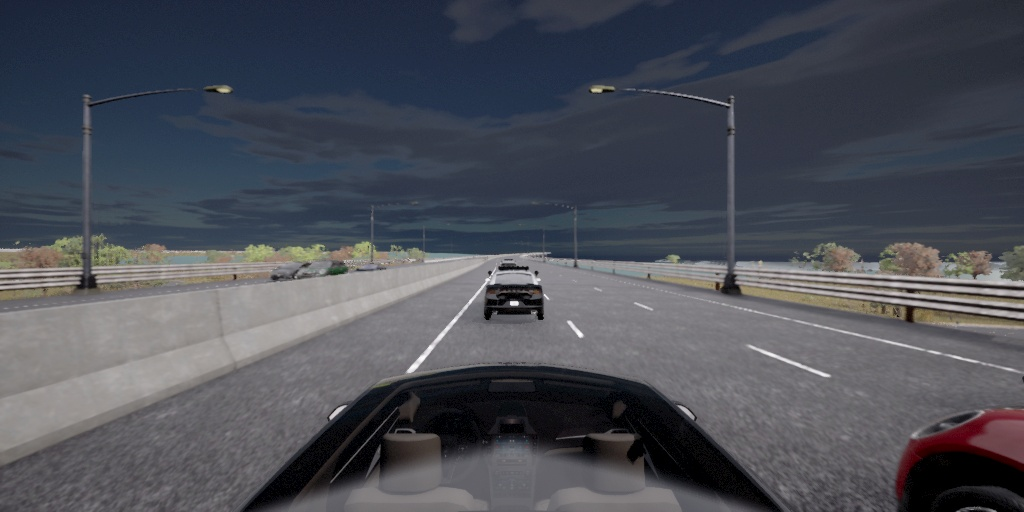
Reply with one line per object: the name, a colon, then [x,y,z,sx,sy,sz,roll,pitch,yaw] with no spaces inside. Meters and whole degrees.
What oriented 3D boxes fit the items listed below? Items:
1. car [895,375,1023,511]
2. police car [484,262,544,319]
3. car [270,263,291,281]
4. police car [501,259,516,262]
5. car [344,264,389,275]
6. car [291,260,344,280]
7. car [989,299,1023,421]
car: [3.590,1.101,0.449,2.097,1.767,4.553,0,0,0]
police car: [0.053,1.173,13.015,1.930,1.638,5.238,0,0,0]
car: [-17.824,1.253,29.713,1.837,1.490,4.892,0,0,-1]
police car: [-0.422,1.159,43.948,1.930,1.638,5.238,0,0,-1]
car: [-10.794,1.312,27.520,1.994,1.385,4.181,0,0,-1]
car: [-14.293,1.101,27.392,2.097,1.767,4.553,0,0,-1]
car: [7.091,1.274,2.309,1.812,1.442,4.674,0,0,0]
